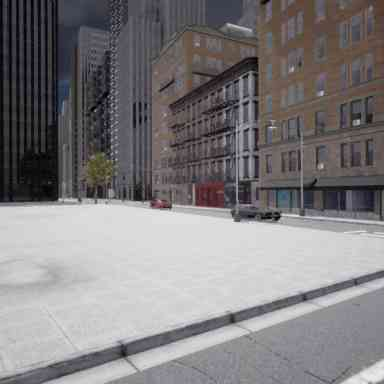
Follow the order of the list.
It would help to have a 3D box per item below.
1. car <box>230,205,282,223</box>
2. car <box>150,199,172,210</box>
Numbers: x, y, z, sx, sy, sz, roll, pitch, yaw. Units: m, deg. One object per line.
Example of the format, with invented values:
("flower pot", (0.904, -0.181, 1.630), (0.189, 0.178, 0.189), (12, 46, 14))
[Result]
("car", (5.108, 1.697, 26.936), (1.895, 1.301, 4.718), (0, 0, -26))
("car", (-4.358, 1.694, 46.230), (1.882, 1.535, 5.008), (0, 0, -26))
